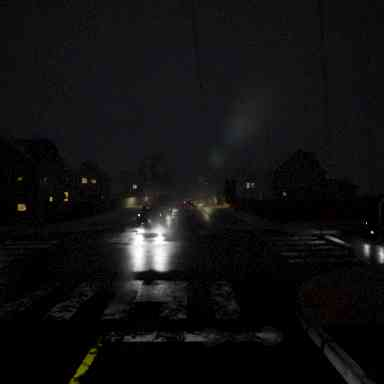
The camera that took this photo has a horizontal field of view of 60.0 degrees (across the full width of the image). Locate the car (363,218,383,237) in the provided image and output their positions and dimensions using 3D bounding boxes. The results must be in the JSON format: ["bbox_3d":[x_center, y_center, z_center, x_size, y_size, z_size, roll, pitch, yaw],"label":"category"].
[{"bbox_3d":[10.499,1.326,14.483,5.357,1.411,2.033,-1,2,0],"label":"car"}]

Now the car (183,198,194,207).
[{"bbox_3d":[-0.642,1.789,56.872,1.895,1.301,4.718,0,0,-1],"label":"car"}]

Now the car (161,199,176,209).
[{"bbox_3d":[-3.330,1.724,47.224,1.895,1.301,4.718,0,0,-1],"label":"car"}]

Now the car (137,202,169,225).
[{"bbox_3d":[-2.934,1.632,24.494,1.895,1.301,4.718,0,0,-3],"label":"car"}]

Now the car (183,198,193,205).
[{"bbox_3d":[-0.820,1.873,66.900,1.895,1.301,4.718,0,0,-2],"label":"car"}]

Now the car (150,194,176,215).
[{"bbox_3d":[-3.154,1.283,35.323,2.150,2.045,5.566,0,0,-1],"label":"car"}]
